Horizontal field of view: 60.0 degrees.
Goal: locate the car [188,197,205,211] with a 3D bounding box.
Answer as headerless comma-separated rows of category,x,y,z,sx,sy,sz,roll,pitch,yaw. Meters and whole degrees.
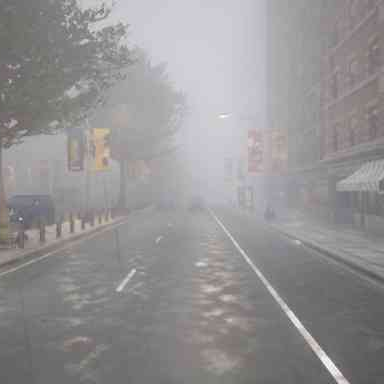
car,0.530,1.588,39.588,1.895,1.301,4.718,0,0,1

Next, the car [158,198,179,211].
car,-2.977,1.464,39.862,1.882,1.535,5.008,0,0,1

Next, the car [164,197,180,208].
car,-2.953,1.531,49.672,2.033,1.411,5.357,0,0,1

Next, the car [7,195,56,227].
car,-11.344,1.214,22.832,2.150,2.045,5.566,0,0,1
